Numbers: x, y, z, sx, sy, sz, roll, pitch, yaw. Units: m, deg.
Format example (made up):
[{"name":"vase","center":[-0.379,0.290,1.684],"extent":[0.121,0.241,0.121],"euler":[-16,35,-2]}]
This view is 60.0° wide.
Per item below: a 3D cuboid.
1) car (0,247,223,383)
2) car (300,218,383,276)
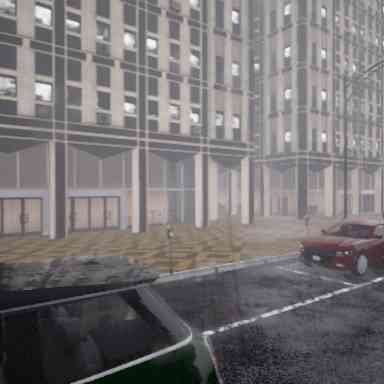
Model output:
[{"name":"car","center":[-1.965,1.352,1.976],"extent":[4.553,1.767,2.097],"euler":[0,0,-36]},{"name":"car","center":[5.180,1.536,10.262],"extent":[4.507,1.381,1.887],"euler":[0,0,-36]}]
